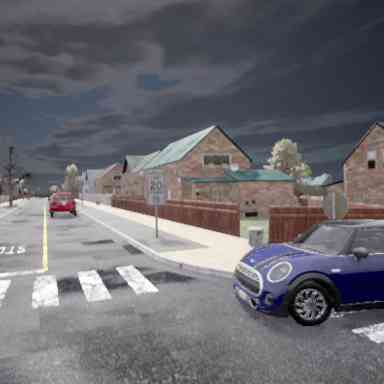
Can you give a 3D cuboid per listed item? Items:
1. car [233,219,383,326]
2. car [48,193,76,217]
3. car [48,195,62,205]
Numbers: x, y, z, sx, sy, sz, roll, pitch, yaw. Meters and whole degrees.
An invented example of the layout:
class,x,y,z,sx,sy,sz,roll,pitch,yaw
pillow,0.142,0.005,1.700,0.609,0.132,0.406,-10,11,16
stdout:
class,x,y,z,sx,sy,sz,roll,pitch,yaw
car,3.179,1.379,6.873,4.553,1.767,2.097,0,0,-12
car,-12.062,1.120,30.905,2.150,2.045,5.566,-2,1,-24
car,-22.215,1.377,53.895,1.837,1.490,4.892,-2,-1,-24
